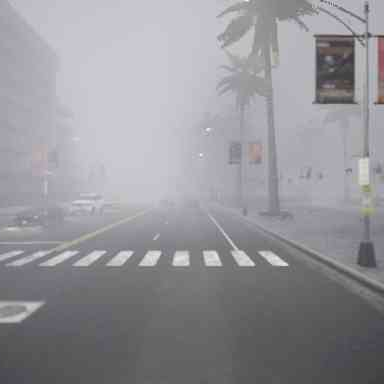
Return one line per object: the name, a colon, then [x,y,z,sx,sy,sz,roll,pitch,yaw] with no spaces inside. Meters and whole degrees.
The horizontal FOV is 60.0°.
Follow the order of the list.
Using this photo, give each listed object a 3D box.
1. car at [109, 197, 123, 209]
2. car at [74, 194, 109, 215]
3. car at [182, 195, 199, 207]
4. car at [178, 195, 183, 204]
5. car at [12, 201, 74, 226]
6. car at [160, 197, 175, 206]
car: [-10.525,1.454,44.348,1.882,1.535,5.008,0,0,0]
car: [-10.530,1.204,33.896,2.150,2.045,5.566,0,0,0]
car: [-0.061,1.538,49.744,1.994,1.385,4.181,0,0,-2]
car: [-1.366,1.320,62.200,2.097,1.767,4.553,0,0,-12]
car: [-10.553,1.535,23.648,2.033,1.411,5.357,0,0,1]
car: [-3.689,1.536,52.930,1.994,1.385,4.181,0,0,-4]
